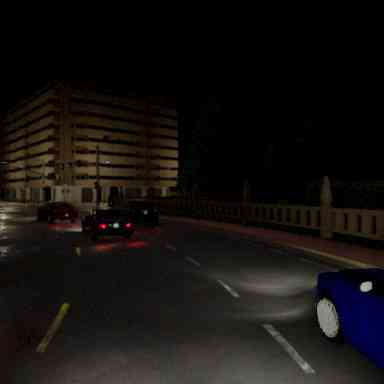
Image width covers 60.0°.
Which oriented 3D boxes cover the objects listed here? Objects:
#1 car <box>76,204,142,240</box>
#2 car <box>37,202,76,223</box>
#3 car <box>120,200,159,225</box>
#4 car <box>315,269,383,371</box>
[{"bbox_3d":[-4.466,1.549,17.156,2.033,1.411,5.357,0,0,-25],"label":"car"},{"bbox_3d":[-10.461,1.497,25.615,1.882,1.535,5.008,0,0,-39],"label":"car"},{"bbox_3d":[-4.135,1.344,22.917,2.097,1.767,4.553,0,0,-34],"label":"car"},{"bbox_3d":[3.084,1.459,3.436,1.882,1.535,5.008,0,0,-5],"label":"car"}]
